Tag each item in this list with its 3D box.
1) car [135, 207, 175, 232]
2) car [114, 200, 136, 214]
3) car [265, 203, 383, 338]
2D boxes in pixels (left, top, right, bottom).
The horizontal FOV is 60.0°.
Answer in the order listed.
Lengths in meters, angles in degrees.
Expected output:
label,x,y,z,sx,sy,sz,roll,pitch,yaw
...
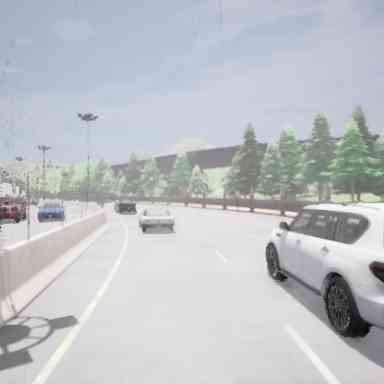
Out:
label,x,y,z,sx,sy,sz,roll,pitch,yaw
car,-2.327,1.661,20.907,1.895,1.301,4.718,0,0,-12
car,-7.699,1.605,38.094,1.882,1.535,5.008,0,0,-22
car,3.224,1.221,6.794,2.150,2.045,5.566,0,0,-4
